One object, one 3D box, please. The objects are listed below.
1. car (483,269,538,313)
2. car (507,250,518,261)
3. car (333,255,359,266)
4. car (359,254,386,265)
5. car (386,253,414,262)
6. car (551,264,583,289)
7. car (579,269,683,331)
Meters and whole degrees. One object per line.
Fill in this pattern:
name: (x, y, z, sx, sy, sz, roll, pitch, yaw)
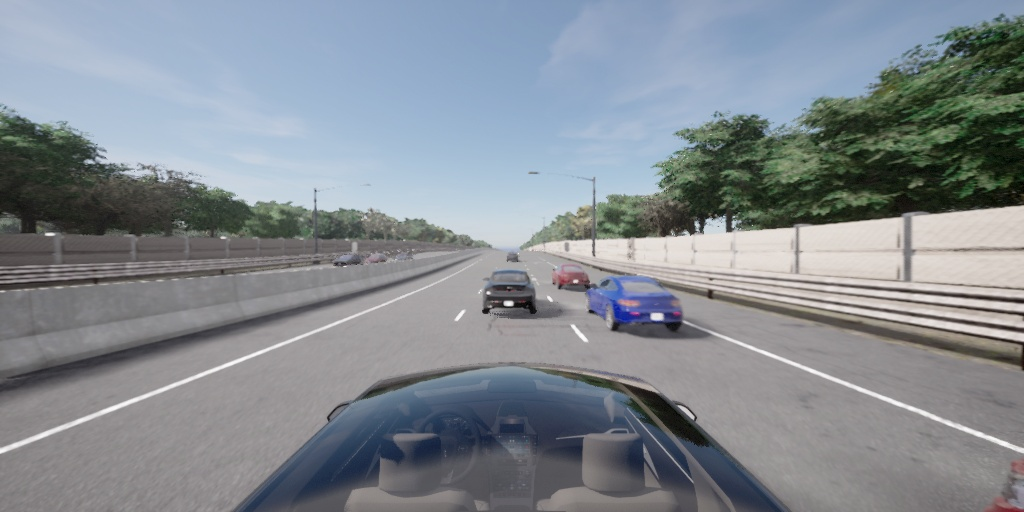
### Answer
car: (-0.076, 1.257, 13.986, 1.837, 1.490, 4.892, 0, 1, 0)
car: (0.086, 0.014, 57.346, 2.128, 1.511, 4.902, 0, 2, 0)
car: (-21.001, 0.522, 46.338, 2.033, 1.411, 5.357, 0, 2, 0)
car: (-17.501, 0.473, 46.336, 1.812, 1.442, 4.674, 0, 2, 0)
car: (-14.001, 0.448, 46.337, 2.128, 1.511, 4.902, 0, 2, 0)
car: (3.500, 1.186, 21.943, 1.812, 1.442, 4.674, 0, 1, 0)
car: (3.500, 1.288, 10.952, 1.812, 1.442, 4.674, 0, 0, 0)
